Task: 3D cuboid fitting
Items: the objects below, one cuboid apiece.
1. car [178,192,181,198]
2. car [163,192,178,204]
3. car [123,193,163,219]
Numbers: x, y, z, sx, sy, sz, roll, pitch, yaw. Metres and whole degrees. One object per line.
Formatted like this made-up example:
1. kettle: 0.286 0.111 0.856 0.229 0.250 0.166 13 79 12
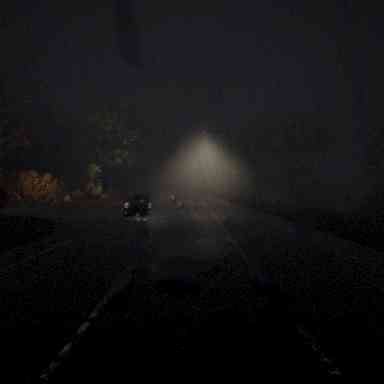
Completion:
1. car: -3.761 0.677 81.324 1.812 1.442 4.674 0 1 3
2. car: -3.578 0.820 49.980 2.097 1.767 4.553 0 1 0
3. car: -3.492 0.865 23.644 2.097 1.767 4.553 1 0 0
